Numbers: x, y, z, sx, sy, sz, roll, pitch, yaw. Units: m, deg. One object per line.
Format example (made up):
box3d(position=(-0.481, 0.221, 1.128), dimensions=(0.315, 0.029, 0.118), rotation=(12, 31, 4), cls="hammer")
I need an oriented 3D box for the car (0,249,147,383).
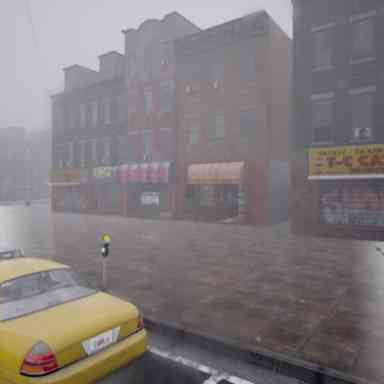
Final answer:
box3d(position=(-2.820, 1.521, 4.829), dimensions=(4.829, 1.417, 1.752), rotation=(0, 0, 36), cls="car")
